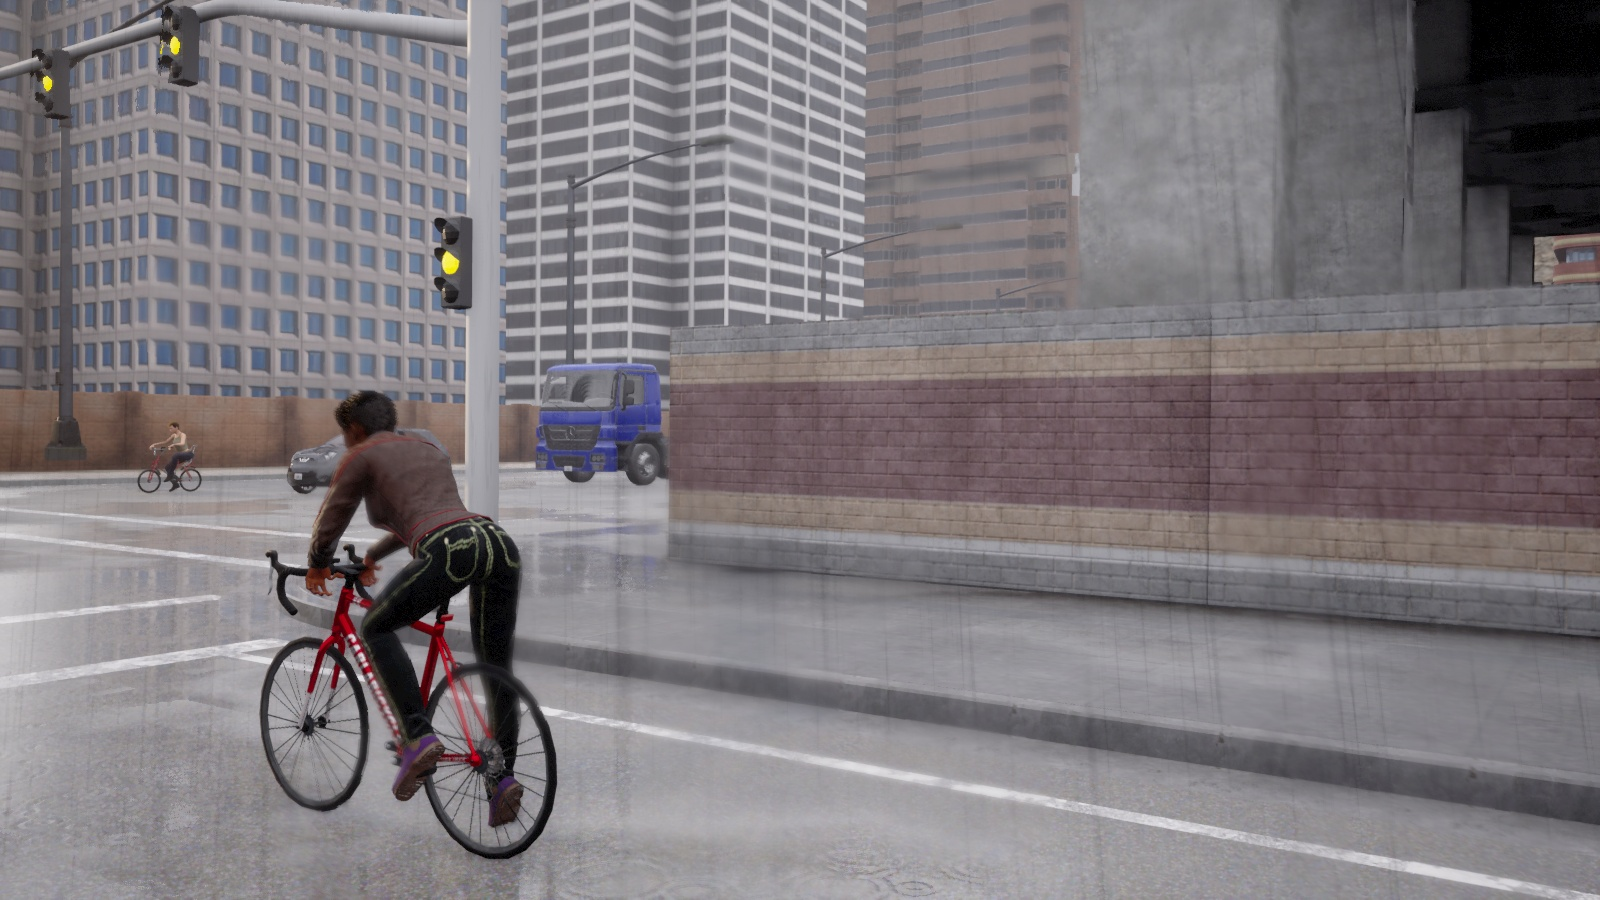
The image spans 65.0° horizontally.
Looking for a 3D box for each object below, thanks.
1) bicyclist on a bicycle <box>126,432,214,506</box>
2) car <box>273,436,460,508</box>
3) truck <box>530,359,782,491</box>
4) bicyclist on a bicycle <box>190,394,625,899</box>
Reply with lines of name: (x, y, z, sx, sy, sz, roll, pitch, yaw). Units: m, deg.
bicyclist on a bicycle: (-14.201, 0.410, 28.329, 0.866, 1.612, 1.509, 0, 1, 34)
car: (-9.798, 0.444, 28.592, 1.845, 1.501, 3.633, 0, 1, 34)
truck: (-4.016, -0.721, 37.134, 2.891, 3.462, 7.936, 0, 1, 34)
bicyclist on a bicycle: (-1.472, 0.635, 4.599, 1.656, 1.620, 0.582, 0, 1, 34)
